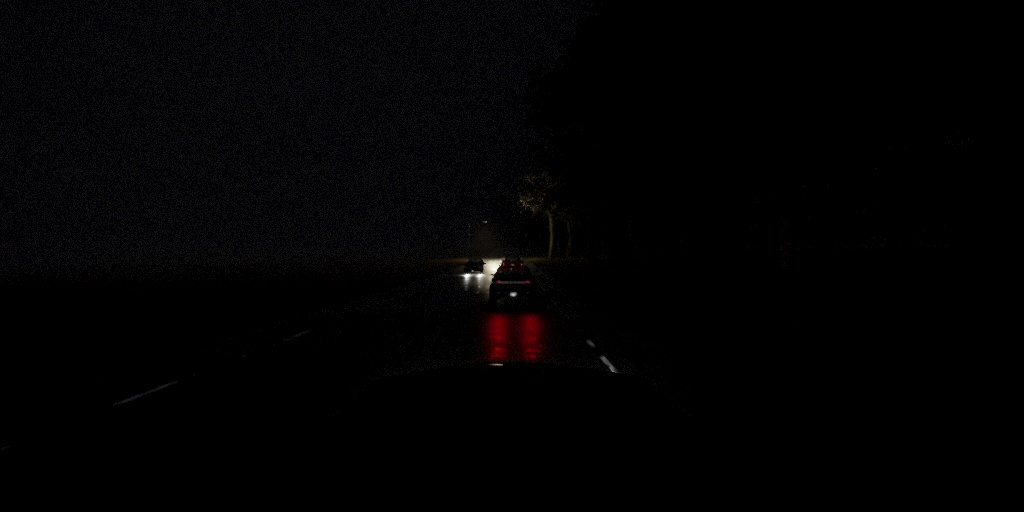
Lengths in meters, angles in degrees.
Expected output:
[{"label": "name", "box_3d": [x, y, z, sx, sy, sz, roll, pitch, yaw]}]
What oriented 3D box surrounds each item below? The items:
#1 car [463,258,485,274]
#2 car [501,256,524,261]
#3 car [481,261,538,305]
[{"label": "car", "box_3d": [-3.604, 0.929, 35.473, 2.033, 1.411, 5.357, 0, 1, 0]}, {"label": "car", "box_3d": [0.079, 0.760, 33.957, 2.097, 1.767, 4.553, 0, 1, 0]}, {"label": "car", "box_3d": [0.064, 1.137, 15.172, 2.128, 1.511, 4.902, 0, 1, 0]}]
